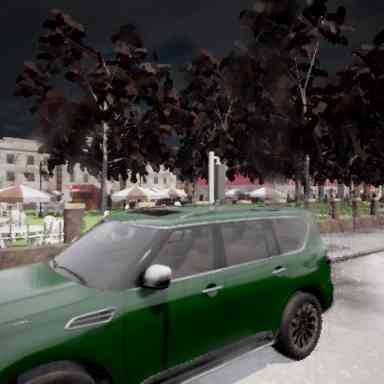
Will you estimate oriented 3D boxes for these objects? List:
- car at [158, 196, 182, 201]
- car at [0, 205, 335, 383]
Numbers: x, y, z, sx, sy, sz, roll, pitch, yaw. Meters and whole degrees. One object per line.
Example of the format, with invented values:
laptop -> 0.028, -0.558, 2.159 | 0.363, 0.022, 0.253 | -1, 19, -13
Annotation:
car -> -3.809, 1.406, 58.506 | 4.553, 1.767, 2.097 | 0, 0, -38
car -> -0.337, 1.226, 4.378 | 5.566, 2.045, 2.150 | 0, 0, -38
